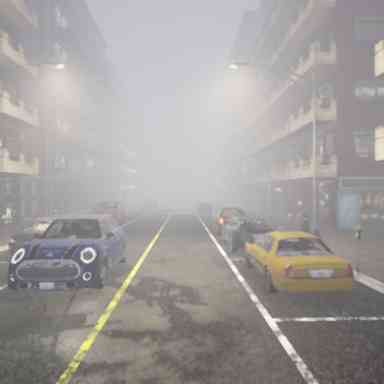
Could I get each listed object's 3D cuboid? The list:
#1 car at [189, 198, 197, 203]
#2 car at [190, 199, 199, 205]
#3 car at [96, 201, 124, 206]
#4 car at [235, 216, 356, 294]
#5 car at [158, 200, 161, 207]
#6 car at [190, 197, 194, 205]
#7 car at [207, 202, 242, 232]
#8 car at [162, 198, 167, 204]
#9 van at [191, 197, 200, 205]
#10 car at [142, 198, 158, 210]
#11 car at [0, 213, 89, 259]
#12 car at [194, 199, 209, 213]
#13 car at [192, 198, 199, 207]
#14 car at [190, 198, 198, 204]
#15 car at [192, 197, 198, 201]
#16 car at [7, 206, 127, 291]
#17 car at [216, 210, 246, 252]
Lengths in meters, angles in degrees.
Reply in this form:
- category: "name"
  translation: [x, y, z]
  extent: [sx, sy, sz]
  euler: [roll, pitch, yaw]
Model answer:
- category: "car"
  translation: [0.328, 2.454, 92.698]
  extent: [1.947, 1.339, 4.313]
  euler: [-1, -1, -1]
- category: "car"
  translation: [0.617, 2.328, 81.498]
  extent: [2.008, 1.369, 4.403]
  euler: [-1, -1, -1]
- category: "car"
  translation: [-6.322, 1.600, 25.314]
  extent: [2.192, 1.841, 5.009]
  euler: [-1, -1, -1]
- category: "car"
  translation: [2.488, 1.594, 8.870]
  extent: [1.752, 1.417, 4.829]
  euler: [-1, -1, -1]
- category: "car"
  translation: [-7.189, 1.927, 58.914]
  extent: [2.192, 1.841, 5.009]
  euler: [-1, -1, -1]
- category: "car"
  translation: [1.048, 2.052, 64.701]
  extent: [1.967, 1.590, 4.097]
  euler: [-1, -1, -1]
- category: "car"
  translation: [2.202, 1.615, 19.901]
  extent: [1.967, 1.590, 4.097]
  euler: [-1, -1, -1]
- category: "car"
  translation: [-8.050, 2.509, 92.510]
  extent: [1.947, 1.339, 4.313]
  euler: [-1, -1, -1]
- category: "van"
  translation: [0.757, 2.063, 75.901]
  extent: [1.690, 1.788, 3.998]
  euler: [-1, -1, -1]
- category: "car"
  translation: [-7.039, 2.108, 53.311]
  extent: [2.008, 1.369, 4.403]
  euler: [-1, -1, -1]
- category: "car"
  translation: [-6.029, 1.727, 14.112]
  extent: [2.008, 1.369, 4.403]
  euler: [-1, -1, -1]
- category: "car"
  translation: [1.627, 1.959, 42.299]
  extent: [1.947, 1.339, 4.313]
  euler: [-1, -1, -1]
- category: "car"
  translation: [1.483, 1.998, 47.900]
  extent: [2.008, 1.369, 4.403]
  euler: [-1, -1, -1]
- category: "car"
  translation: [0.472, 2.377, 87.098]
  extent: [1.887, 1.381, 4.507]
  euler: [-1, -1, -1]
- category: "car"
  translation: [1.334, 2.029, 53.670]
  extent: [1.752, 1.417, 4.829]
  euler: [-1, -1, -1]
- category: "car"
  translation: [-3.208, 1.465, 9.455]
  extent: [2.097, 1.767, 4.553]
  euler: [0, -1, -1]
- category: "car"
  translation: [2.349, 1.687, 14.300]
  extent: [1.947, 1.339, 4.313]
  euler: [-1, -1, -1]
